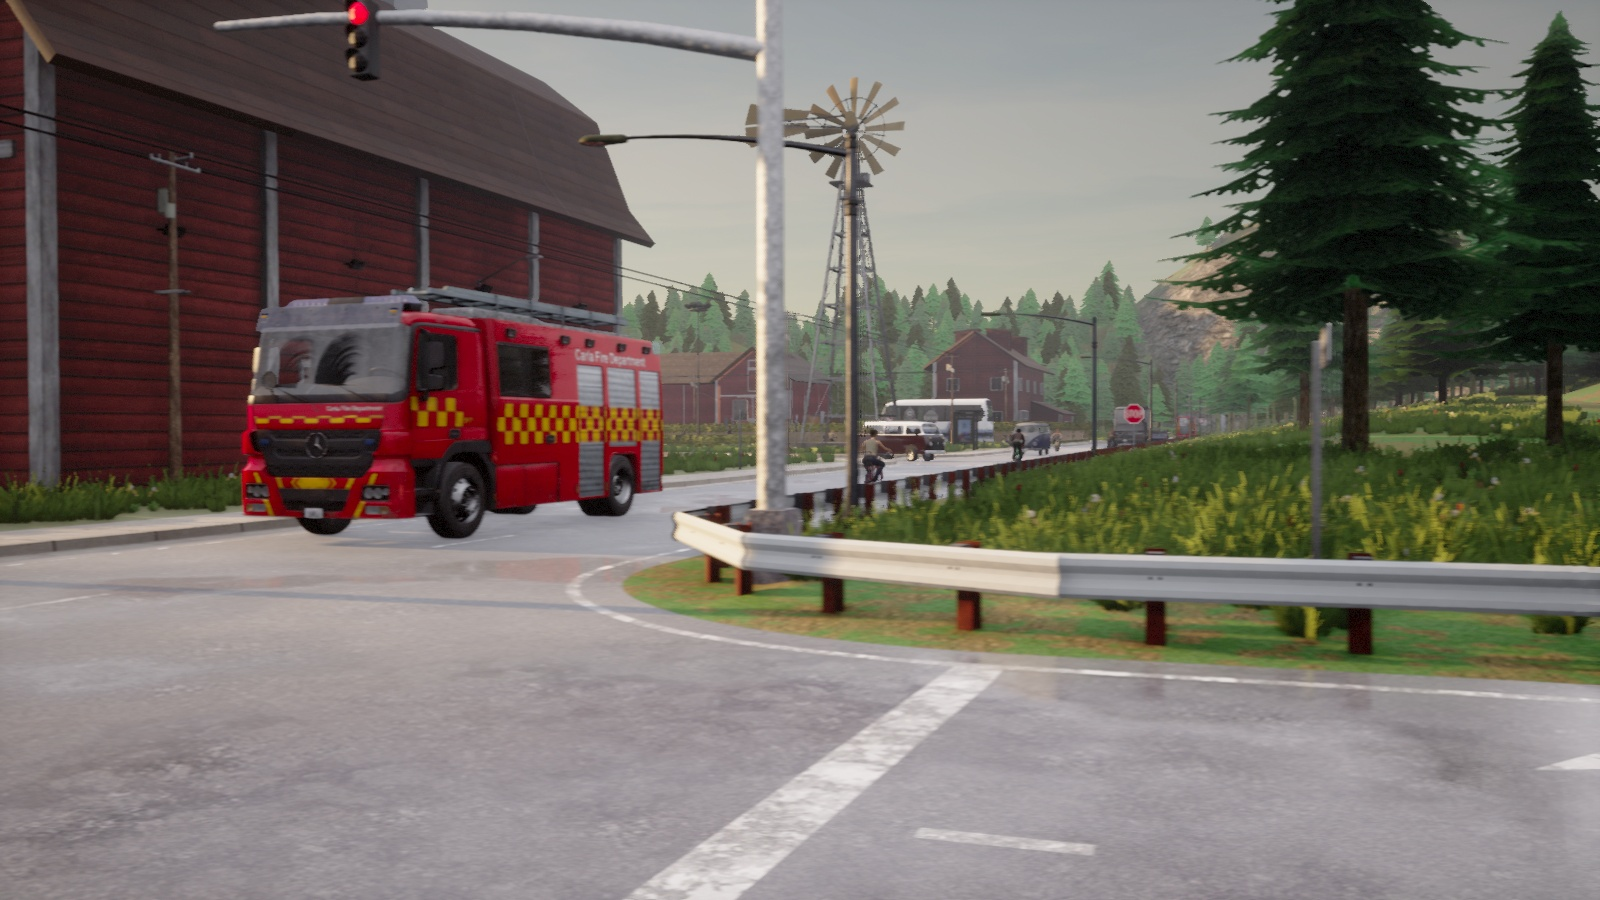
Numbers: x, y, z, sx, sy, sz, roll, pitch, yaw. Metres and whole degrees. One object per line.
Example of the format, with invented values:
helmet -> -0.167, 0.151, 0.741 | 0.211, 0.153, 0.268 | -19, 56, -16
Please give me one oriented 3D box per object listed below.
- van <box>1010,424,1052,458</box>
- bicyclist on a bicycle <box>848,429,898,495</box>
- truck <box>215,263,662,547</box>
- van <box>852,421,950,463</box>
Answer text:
van -> 14.051, -0.565, 76.261 | 1.775, 1.987, 4.442 | 1, 1, 20
bicyclist on a bicycle -> 1.856, 0.289, 31.699 | 0.866, 1.612, 1.509 | 1, 1, 20
truck -> -5.529, -0.674, 21.373 | 2.891, 3.827, 8.468 | 1, 1, 20
van -> 5.049, -0.410, 62.850 | 4.480, 2.038, 2.069 | 1, 0, 40
